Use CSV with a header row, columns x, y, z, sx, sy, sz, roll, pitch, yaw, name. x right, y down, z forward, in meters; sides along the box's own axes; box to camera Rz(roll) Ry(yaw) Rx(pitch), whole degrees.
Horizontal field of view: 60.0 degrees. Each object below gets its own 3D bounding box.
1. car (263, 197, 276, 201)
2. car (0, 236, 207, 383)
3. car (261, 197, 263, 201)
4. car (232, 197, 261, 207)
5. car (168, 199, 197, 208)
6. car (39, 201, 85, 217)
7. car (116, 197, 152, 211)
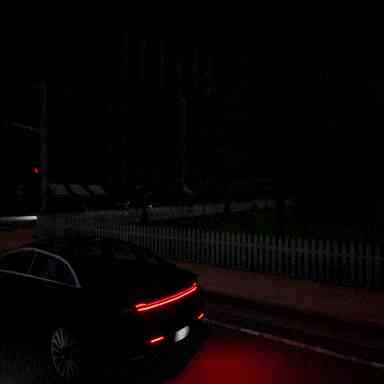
x,y,z,sx,sy,sz,roll,pitch,yaw,name
15.256,1.547,59.860,2.033,1.411,5.357,0,0,34,car
-2.084,1.491,5.429,4.902,1.511,2.128,0,0,36,car
12.378,1.601,61.847,1.895,1.301,4.718,0,0,34,car
7.633,1.547,48.560,2.033,1.411,5.357,0,0,35,car
-1.357,1.601,48.083,1.895,1.301,4.718,0,0,34,car
-12.336,1.564,31.841,1.994,1.385,4.181,0,0,34,car
-6.918,1.352,39.863,2.097,1.767,4.553,0,0,34,car
